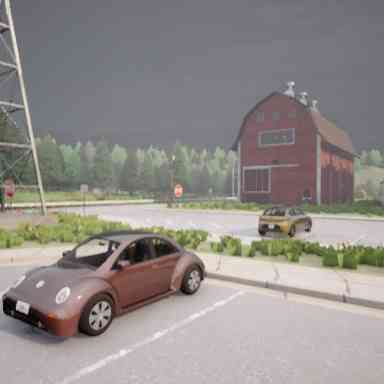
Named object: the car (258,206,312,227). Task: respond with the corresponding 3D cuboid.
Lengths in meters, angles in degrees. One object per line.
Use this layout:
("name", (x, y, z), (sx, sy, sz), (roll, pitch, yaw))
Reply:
("car", (5.041, 1.484, 17.785), (1.816, 1.474, 4.193), (0, 0, 36))

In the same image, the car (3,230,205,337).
("car", (-1.435, 1.503, 6.605), (1.784, 1.438, 3.905), (0, 0, 36))
